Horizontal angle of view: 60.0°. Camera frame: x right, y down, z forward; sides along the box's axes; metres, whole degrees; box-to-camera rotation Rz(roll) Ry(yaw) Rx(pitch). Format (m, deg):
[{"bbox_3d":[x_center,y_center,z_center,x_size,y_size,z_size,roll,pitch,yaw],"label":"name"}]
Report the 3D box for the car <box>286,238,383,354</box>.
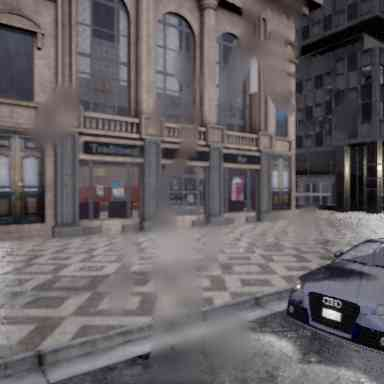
[{"bbox_3d":[3.617,1.561,5.867,4.181,1.385,1.994,0,0,-35],"label":"car"}]
